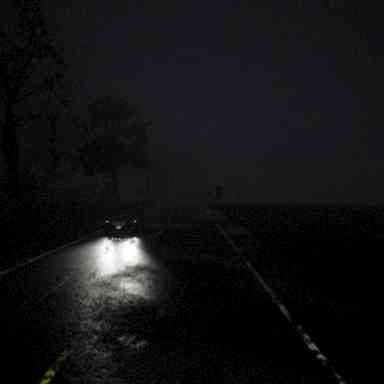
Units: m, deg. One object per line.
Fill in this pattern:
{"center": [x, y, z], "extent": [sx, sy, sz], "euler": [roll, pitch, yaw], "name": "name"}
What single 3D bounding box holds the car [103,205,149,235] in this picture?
{"center": [-3.603, 1.484, 18.829], "extent": [2.128, 1.511, 4.902], "euler": [0, 0, 0], "name": "car"}
